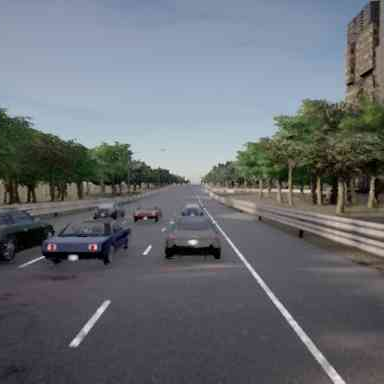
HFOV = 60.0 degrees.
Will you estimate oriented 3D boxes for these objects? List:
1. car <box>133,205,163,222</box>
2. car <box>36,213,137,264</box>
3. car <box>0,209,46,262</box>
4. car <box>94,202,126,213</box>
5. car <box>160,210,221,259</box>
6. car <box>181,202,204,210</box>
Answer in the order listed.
[{"bbox_3d":[-3.457,1.681,26.961,1.895,1.301,4.718,0,0,1],"label":"car"},{"bbox_3d":[-3.457,1.648,11.969,1.895,1.301,4.718,0,0,1],"label":"car"},{"bbox_3d":[-6.953,1.400,12.445,2.097,1.767,4.553,0,0,0],"label":"car"},{"bbox_3d":[-6.947,1.607,28.333,1.812,1.442,4.674,0,0,0],"label":"car"},{"bbox_3d":[0.050,1.615,12.886,1.994,1.385,4.181,0,0,1],"label":"car"},{"bbox_3d":[0.053,1.607,28.262,1.812,1.442,4.674,0,0,0],"label":"car"}]
